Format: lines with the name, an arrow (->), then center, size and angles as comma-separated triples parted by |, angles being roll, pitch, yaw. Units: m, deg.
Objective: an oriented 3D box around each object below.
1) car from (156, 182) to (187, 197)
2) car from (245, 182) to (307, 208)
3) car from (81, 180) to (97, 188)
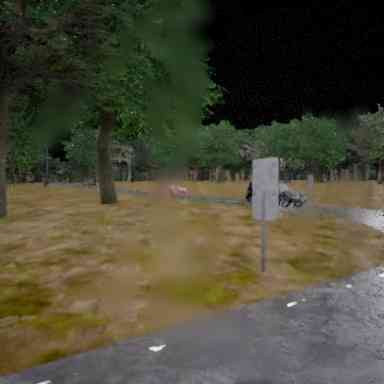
car -> -2.521, -0.395, 40.776 | 2.097, 1.767, 4.553 | 1, 2, -38
car -> 7.084, 0.179, 28.566 | 2.150, 2.045, 5.566 | 1, 2, -38
car -> -19.447, -1.543, 62.906 | 1.895, 1.301, 4.718 | 1, 2, -35
